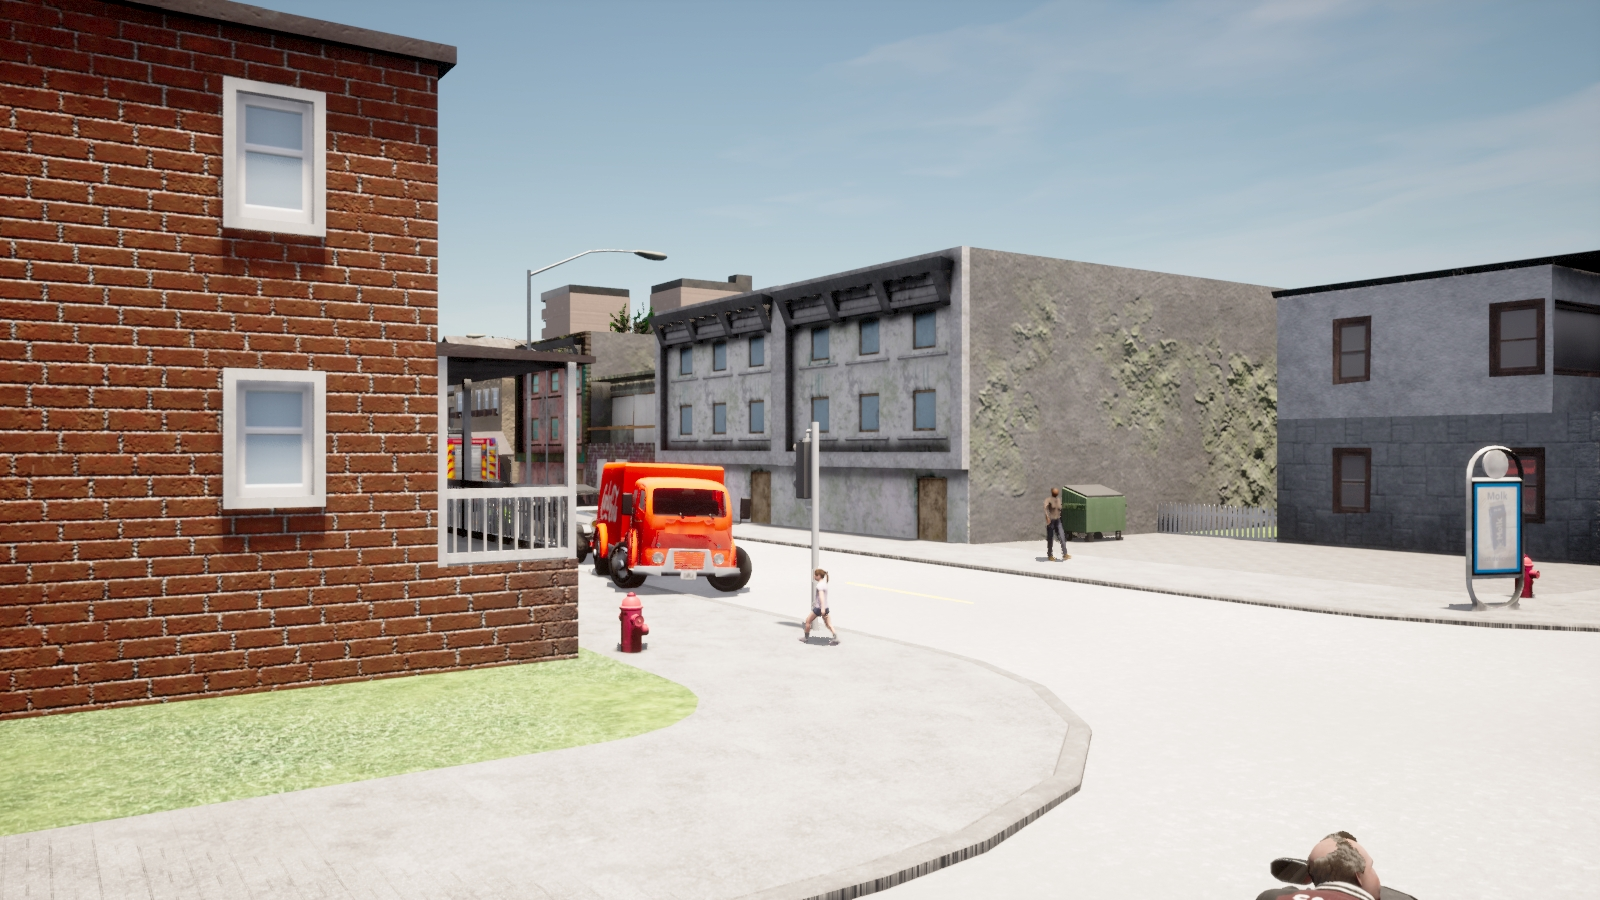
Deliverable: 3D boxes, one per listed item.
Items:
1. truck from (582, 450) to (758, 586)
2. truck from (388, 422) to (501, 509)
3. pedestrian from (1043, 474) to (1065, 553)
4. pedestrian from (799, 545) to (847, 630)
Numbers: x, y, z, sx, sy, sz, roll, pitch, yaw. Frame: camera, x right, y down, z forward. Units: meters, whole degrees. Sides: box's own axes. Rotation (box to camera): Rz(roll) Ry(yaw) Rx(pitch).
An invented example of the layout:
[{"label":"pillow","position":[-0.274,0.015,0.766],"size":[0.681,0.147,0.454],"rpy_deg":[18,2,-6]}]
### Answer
[{"label":"truck","position":[-2.868,1.294,23.855],"size":[2.627,2.467,5.204],"rpy_deg":[3,-1,-17]},{"label":"truck","position":[-17.107,0.670,54.553],"size":[2.891,3.827,8.468],"rpy_deg":[0,0,-34]},{"label":"pedestrian","position":[6.114,1.525,27.487],"size":[0.375,1.860,0.375],"rpy_deg":[0,0,-24]},{"label":"pedestrian","position":[0.320,1.897,15.847],"size":[0.500,1.100,0.500],"rpy_deg":[0,0,26]}]
